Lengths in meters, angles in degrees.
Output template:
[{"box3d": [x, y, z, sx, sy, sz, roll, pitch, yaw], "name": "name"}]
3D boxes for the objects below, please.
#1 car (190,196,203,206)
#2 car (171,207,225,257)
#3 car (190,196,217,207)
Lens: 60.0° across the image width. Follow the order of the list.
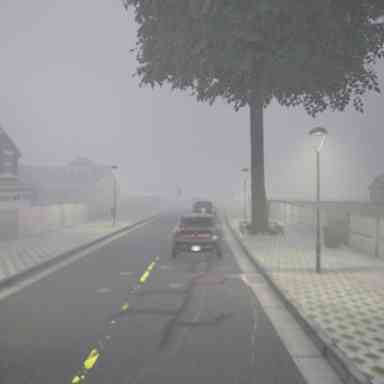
[{"box3d": [0.771, 1.543, 57.497, 1.837, 1.490, 4.892, 0, 0, 6], "name": "car"}, {"box3d": [0.242, 1.600, 13.380, 1.837, 1.490, 4.892, 0, 0, 3], "name": "car"}, {"box3d": [1.044, 1.477, 28.204, 2.097, 1.767, 4.553, 0, 0, 5], "name": "car"}]
